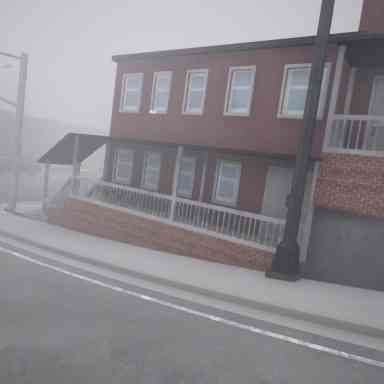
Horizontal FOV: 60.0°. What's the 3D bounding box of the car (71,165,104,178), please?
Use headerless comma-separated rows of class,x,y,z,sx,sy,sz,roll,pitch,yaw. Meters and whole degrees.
car,-12.085,-2.495,41.708,1.882,1.535,5.008,11,7,35

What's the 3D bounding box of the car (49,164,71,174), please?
car,-15.856,-3.031,42.392,1.837,1.490,4.892,11,7,35

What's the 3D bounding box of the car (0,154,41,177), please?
car,-18.024,-2.754,33.392,2.150,2.045,5.566,11,7,36
